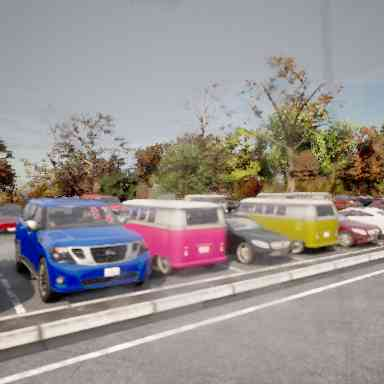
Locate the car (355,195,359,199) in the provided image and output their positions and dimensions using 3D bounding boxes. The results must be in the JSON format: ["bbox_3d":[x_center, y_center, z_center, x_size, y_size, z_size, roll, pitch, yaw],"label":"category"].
[{"bbox_3d":[17.073,1.075,38.553,2.185,1.767,4.553,-1,1,-35],"label":"car"}]

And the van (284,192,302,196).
[{"bbox_3d":[7.907,1.119,32.167,1.878,1.987,4.442,-1,1,-35],"label":"van"}]

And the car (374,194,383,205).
[{"bbox_3d":[28.715,1.017,46.759,2.097,1.535,5.008,-1,1,-35],"label":"car"}]

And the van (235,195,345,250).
[{"bbox_3d":[3.584,1.270,13.698,1.878,1.987,4.442,0,0,-35],"label":"van"}]

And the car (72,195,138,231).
[{"bbox_3d":[-5.950,1.233,22.178,2.435,2.045,5.566,0,0,-35],"label":"car"}]

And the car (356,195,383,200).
[{"bbox_3d":[12.969,1.255,20.243,2.185,1.767,4.553,-1,1,-35],"label":"car"}]

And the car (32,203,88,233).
[{"bbox_3d":[-8.255,1.501,20.544,2.163,1.488,4.792,0,0,-35],"label":"car"}]

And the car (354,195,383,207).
[{"bbox_3d":[24.088,1.120,43.522,2.163,1.488,4.792,-1,1,-35],"label":"car"}]

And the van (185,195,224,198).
[{"bbox_3d":[1.130,1.228,27.080,1.878,1.987,4.442,-1,1,-35],"label":"van"}]

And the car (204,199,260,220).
[{"bbox_3d":[3.353,1.447,28.837,2.163,1.488,4.792,-1,1,-35],"label":"car"}]

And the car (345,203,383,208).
[{"bbox_3d":[8.379,1.494,16.949,2.002,1.452,4.674,-1,1,-35],"label":"car"}]

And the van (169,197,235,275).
[{"bbox_3d":[-0.929,1.247,10.500,1.878,1.987,4.442,0,0,-35],"label":"van"}]

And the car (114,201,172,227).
[{"bbox_3d":[-3.651,1.495,23.834,2.097,1.535,5.008,1,0,-35],"label":"car"}]

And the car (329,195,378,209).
[{"bbox_3d":[19.399,1.164,40.157,2.097,1.535,5.008,-1,0,-35],"label":"car"}]

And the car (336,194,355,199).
[{"bbox_3d":[14.786,1.237,36.901,2.097,1.535,5.008,-1,1,-35],"label":"car"}]

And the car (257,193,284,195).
[{"bbox_3d":[5.589,1.257,30.344,2.185,1.767,4.553,-1,1,-35],"label":"car"}]

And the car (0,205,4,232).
[{"bbox_3d":[-10.559,1.487,18.911,2.163,1.488,4.792,0,0,-35],"label":"car"}]

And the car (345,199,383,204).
[{"bbox_3d":[10.686,1.417,18.580,2.097,1.535,5.008,-1,1,-35],"label":"car"}]

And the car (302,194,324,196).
[{"bbox_3d":[10.279,1.309,33.710,2.231,1.521,4.892,-1,1,-35],"label":"car"}]

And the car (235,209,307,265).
[{"bbox_3d":[1.441,1.527,12.040,2.002,1.452,4.674,0,0,-35],"label":"car"}]

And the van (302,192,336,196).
[{"bbox_3d":[12.519,1.046,35.431,1.878,1.987,4.442,-1,1,-35],"label":"van"}]

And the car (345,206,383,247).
[{"bbox_3d":[6.064,1.525,15.315,2.002,1.452,4.674,-1,1,-35],"label":"car"}]

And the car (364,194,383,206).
[{"bbox_3d":[26.411,1.054,45.127,2.097,1.535,5.008,-1,1,-35],"label":"car"}]

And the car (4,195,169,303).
[{"bbox_3d":[-3.150,1.208,8.749,2.435,2.045,5.566,0,0,-35],"label":"car"}]
